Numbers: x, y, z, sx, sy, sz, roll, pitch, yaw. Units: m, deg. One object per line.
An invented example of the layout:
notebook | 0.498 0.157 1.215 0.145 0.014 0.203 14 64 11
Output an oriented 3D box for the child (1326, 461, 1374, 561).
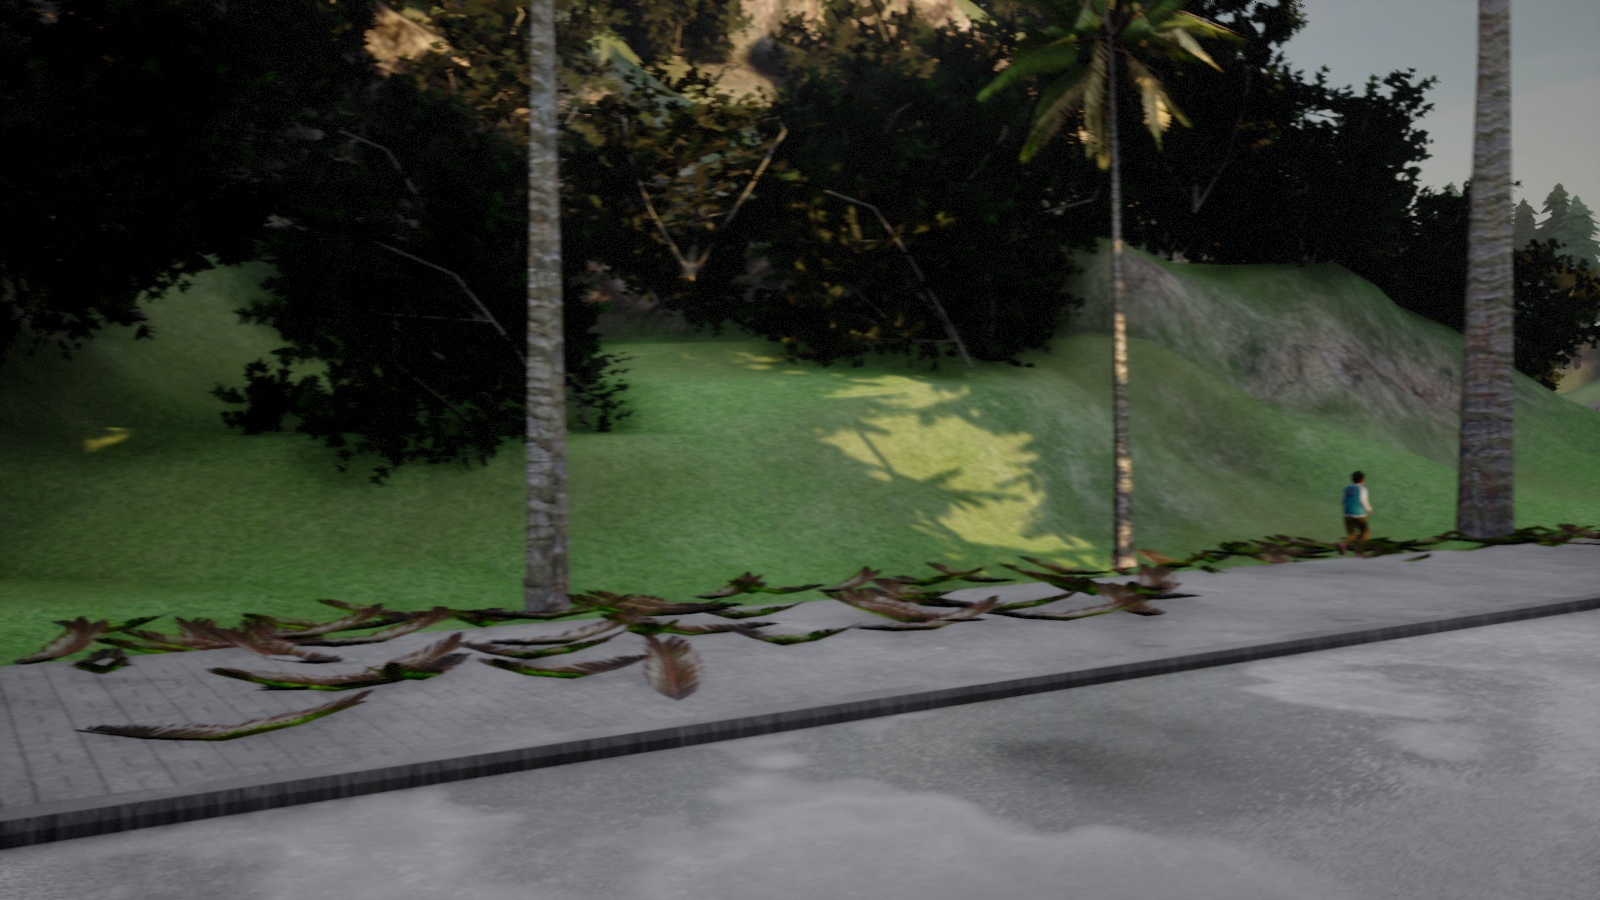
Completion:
child | 6.686 0.731 15.276 0.448 1.192 0.343 0 0 -34
